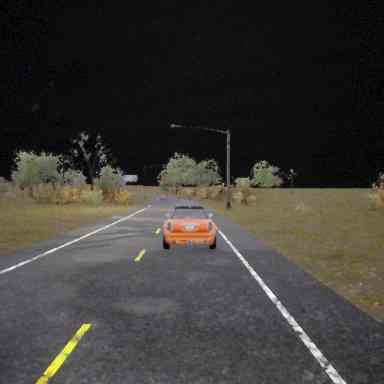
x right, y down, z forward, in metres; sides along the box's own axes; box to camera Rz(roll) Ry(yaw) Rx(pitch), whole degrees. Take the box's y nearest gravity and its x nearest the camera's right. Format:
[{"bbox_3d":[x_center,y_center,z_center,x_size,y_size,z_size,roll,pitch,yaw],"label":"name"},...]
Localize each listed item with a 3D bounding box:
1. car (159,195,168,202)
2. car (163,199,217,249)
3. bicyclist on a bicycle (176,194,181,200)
[{"bbox_3d":[-6.485,1.473,76.528,2.033,1.411,5.357,0,0,-4],"label":"car"},{"bbox_3d":[-0.114,1.361,14.680,2.097,1.767,4.553,0,0,-1],"label":"car"},{"bbox_3d":[-3.602,1.341,94.786,0.866,1.612,1.509,0,0,-5],"label":"bicyclist on a bicycle"}]
